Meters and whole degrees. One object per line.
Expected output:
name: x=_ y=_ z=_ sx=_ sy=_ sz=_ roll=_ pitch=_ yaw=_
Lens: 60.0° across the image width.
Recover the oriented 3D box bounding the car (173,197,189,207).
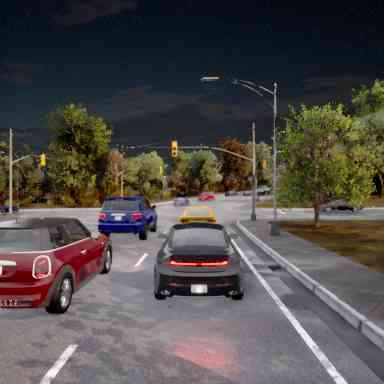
car: x=-1.735 y=1.639 z=55.472 sx=1.812 sy=1.442 sz=4.674 roll=0 pitch=0 yaw=16

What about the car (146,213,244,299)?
car: x=0.154 y=1.517 z=8.467 sx=1.837 sy=1.490 sz=4.892 roll=0 pitch=0 yaw=1

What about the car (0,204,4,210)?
car: x=-21.519 y=1.708 z=32.172 sx=4.902 sy=1.511 sz=2.128 roll=-1 pitch=0 yaw=4

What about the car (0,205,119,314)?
car: x=-3.353 y=1.363 z=7.801 sx=2.097 sy=1.767 sz=4.553 roll=0 pitch=0 yaw=1

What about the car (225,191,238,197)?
car: x=9.851 y=0.468 z=83.164 sx=2.033 sy=1.411 sz=5.357 roll=0 pitch=3 yaw=28

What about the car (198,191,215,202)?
car: x=3.105 y=0.955 z=69.540 sx=2.150 sy=2.045 sz=5.566 roll=0 pitch=2 yaw=21

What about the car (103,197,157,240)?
car: x=-3.181 y=1.260 z=17.364 sx=2.150 sy=2.045 sz=5.566 roll=0 pitch=0 yaw=2

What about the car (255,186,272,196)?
car: x=17.947 y=0.150 z=83.044 sx=1.882 sy=1.535 sz=5.008 roll=0 pitch=3 yaw=33

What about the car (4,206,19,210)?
car: x=-21.174 y=1.826 z=35.662 sx=4.718 sy=1.301 sz=1.895 roll=-1 pitch=0 yaw=3

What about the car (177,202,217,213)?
car: x=0.348 y=1.518 z=17.846 sx=1.882 sy=1.535 sz=5.008 roll=0 pitch=0 yaw=2

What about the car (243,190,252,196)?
car: x=14.627 y=0.267 z=84.324 sx=1.994 sy=1.385 sz=4.181 roll=0 pitch=3 yaw=33

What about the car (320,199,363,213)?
car: x=16.385 y=1.533 z=37.011 sx=4.902 sy=1.511 sz=2.128 roll=-1 pitch=0 yaw=4
